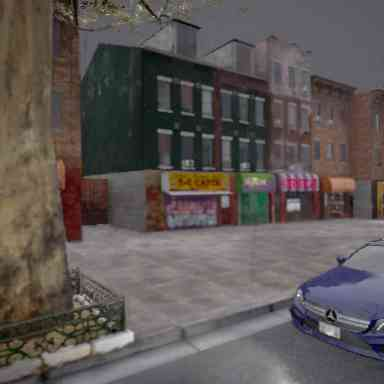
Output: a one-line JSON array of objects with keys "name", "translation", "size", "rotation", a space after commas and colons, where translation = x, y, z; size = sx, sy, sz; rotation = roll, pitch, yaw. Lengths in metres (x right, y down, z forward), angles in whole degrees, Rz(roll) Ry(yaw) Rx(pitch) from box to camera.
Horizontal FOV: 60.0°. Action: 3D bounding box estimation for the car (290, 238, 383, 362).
[{"name": "car", "translation": [3.699, 1.558, 5.694], "size": [4.674, 1.442, 1.812], "rotation": [0, 0, -35]}]
